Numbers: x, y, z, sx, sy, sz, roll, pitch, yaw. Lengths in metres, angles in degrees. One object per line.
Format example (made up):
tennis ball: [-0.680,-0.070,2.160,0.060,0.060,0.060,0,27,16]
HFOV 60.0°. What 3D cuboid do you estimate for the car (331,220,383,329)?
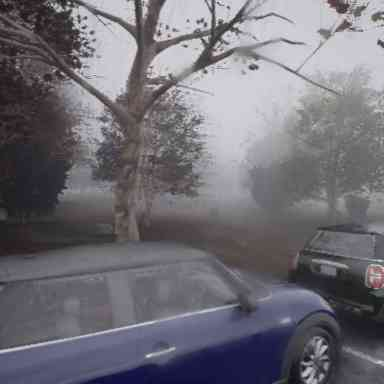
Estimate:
car: [4.195,1.429,7.052,4.553,1.767,2.185,1,-1,-33]

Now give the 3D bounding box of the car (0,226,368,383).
car: [-0.340,1.373,3.817,4.553,1.767,2.185,1,-1,-33]
